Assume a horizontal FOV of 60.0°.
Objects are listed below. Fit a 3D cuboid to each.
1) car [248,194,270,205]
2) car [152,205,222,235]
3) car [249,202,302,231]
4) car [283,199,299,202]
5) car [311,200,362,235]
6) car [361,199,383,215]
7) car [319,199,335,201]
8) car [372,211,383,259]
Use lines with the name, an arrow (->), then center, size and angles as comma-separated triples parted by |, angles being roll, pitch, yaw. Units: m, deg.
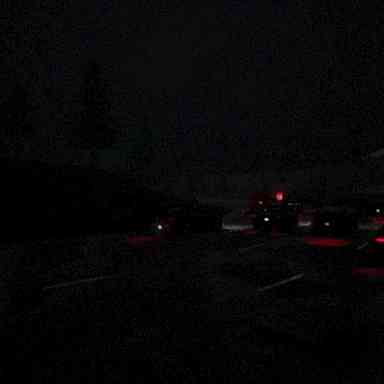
car -> 7.539, 1.215, 37.259 | 2.150, 2.045, 5.566 | 0, 0, 8
car -> -0.140, 1.524, 18.985 | 1.837, 1.490, 4.892 | 0, 1, 39
car -> 5.383, 1.556, 21.010 | 1.994, 1.385, 4.181 | 0, 0, 32
car -> 10.806, 1.468, 36.365 | 2.128, 1.511, 4.902 | 0, 0, 9
car -> 8.092, 1.454, 18.709 | 1.882, 1.535, 5.008 | 0, 0, 33
car -> 17.500, 1.447, 32.742 | 1.837, 1.490, 4.892 | 0, 0, 12
car -> 14.051, 1.465, 34.607 | 1.837, 1.490, 4.892 | 0, 0, 11
car -> 7.780, 1.521, 11.680 | 2.033, 1.411, 5.357 | 0, 0, 39
